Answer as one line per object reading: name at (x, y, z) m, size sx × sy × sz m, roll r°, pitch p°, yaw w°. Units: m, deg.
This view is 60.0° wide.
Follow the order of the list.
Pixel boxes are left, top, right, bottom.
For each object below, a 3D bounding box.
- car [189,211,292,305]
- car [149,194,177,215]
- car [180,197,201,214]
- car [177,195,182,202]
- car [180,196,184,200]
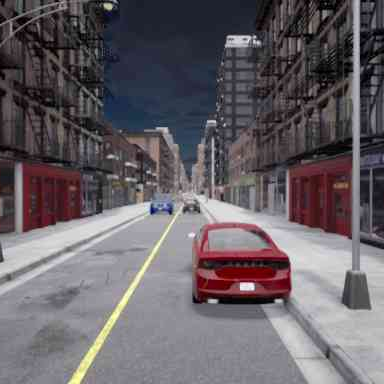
car at (0.939, 1.473, 8.188) m, size 1.882 × 1.535 × 5.008 m, roll 0°, pitch 0°, yaw 0°
car at (-2.950, 1.216, 33.548) m, size 2.150 × 2.045 × 5.566 m, roll 0°, pitch 0°, yaw 0°
car at (-0.035, 1.521, 35.655) m, size 1.812 × 1.442 × 4.674 m, roll 0°, pitch 0°, yaw 0°
car at (-2.973, 1.376, 75.601) m, size 2.097 × 1.767 × 4.553 m, roll 0°, pitch 0°, yaw 0°
car at (-0.121, 1.495, 45.824) m, size 2.128 × 1.511 × 4.902 m, roll 0°, pitch 0°, yaw 0°
